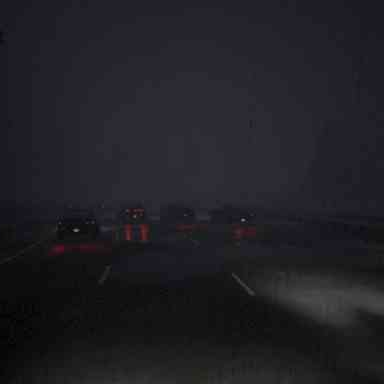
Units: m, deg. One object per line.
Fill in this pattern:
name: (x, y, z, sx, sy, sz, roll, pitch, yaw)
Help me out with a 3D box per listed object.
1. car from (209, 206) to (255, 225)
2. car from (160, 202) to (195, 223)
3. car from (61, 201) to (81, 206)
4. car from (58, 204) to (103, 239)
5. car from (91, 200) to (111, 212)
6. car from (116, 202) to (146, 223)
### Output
car: (2.891, 1.664, 25.149, 1.895, 1.301, 4.718, 0, 0, -17)
car: (-1.242, 1.547, 26.518, 1.882, 1.535, 5.008, 0, 0, -18)
car: (-13.299, 1.653, 36.773, 2.033, 1.411, 5.357, 0, 0, -29)
car: (-5.863, 1.576, 17.539, 1.812, 1.442, 4.674, 0, 0, -13)
car: (-11.152, 1.676, 39.920, 1.994, 1.385, 4.181, 0, 0, -29)
car: (-4.913, 1.565, 26.387, 2.128, 1.511, 4.902, 0, 0, -19)
